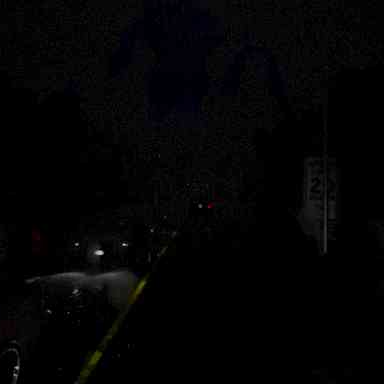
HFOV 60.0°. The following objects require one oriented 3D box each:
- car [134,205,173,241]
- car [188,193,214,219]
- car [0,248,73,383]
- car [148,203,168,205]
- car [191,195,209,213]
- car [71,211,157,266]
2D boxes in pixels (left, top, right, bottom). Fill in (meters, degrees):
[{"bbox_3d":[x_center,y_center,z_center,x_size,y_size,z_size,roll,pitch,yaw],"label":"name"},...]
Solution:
[{"bbox_3d":[-2.352,1.596,16.894,2.033,1.411,5.357,0,0,1],"label":"car"},{"bbox_3d":[0.793,1.332,30.624,2.150,2.045,5.566,0,0,2],"label":"car"},{"bbox_3d":[-2.833,1.532,2.114,2.033,1.411,5.357,0,0,2],"label":"car"},{"bbox_3d":[-2.309,1.539,21.982,1.837,1.490,4.892,0,0,1],"label":"car"},{"bbox_3d":[1.040,1.417,41.642,2.150,2.045,5.566,0,0,2],"label":"car"},{"bbox_3d":[-2.584,1.550,11.449,1.994,1.385,4.181,0,0,2],"label":"car"}]
